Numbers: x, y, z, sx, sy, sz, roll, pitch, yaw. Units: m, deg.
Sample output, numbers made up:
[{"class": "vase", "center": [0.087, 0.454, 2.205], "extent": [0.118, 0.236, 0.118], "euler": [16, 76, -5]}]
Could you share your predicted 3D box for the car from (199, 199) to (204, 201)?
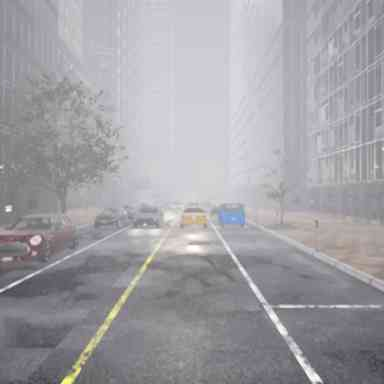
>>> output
[{"class": "car", "center": [0.152, 1.910, 41.937], "extent": [2.033, 1.411, 5.357], "euler": [0, 0, 0]}]

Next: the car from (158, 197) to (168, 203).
[{"class": "car", "center": [-5.618, 2.064, 57.784], "extent": [1.802, 1.307, 4.206], "euler": [0, 0, 0]}]

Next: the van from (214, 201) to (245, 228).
[{"class": "van", "center": [2.719, 1.556, 23.618], "extent": [1.690, 1.788, 3.998], "euler": [0, 0, 0]}]

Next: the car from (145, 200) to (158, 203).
[{"class": "car", "center": [-5.639, 1.936, 40.707], "extent": [1.802, 1.307, 4.206], "euler": [0, 0, 0]}]

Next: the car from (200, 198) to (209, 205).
[{"class": "car", "center": [2.785, 2.161, 74.847], "extent": [2.008, 1.369, 4.403], "euler": [0, 0, 0]}]

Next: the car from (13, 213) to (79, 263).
[{"class": "car", "center": [-5.676, 1.553, 12.247], "extent": [1.967, 1.590, 4.097], "euler": [0, -1, 0]}]

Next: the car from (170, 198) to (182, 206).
[{"class": "car", "center": [-2.918, 2.108, 67.870], "extent": [1.994, 1.385, 4.181], "euler": [0, 0, 0]}]

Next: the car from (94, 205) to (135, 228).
[{"class": "car", "center": [-5.661, 1.766, 23.631], "extent": [2.008, 1.369, 4.403], "euler": [0, -1, 0]}]

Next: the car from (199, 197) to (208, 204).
[{"class": "car", "center": [2.792, 2.093, 80.540], "extent": [1.967, 1.590, 4.097], "euler": [0, 0, 0]}]

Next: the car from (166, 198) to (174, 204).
[{"class": "car", "center": [-5.581, 2.276, 86.244], "extent": [1.802, 1.307, 4.206], "euler": [0, 0, 0]}]

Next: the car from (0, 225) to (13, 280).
[{"class": "car", "center": [-5.683, 1.501, 6.555], "extent": [1.967, 1.590, 4.097], "euler": [0, -1, 0]}]

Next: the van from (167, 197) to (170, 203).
[{"class": "van", "center": [-5.603, 1.908, 69.170], "extent": [1.690, 1.788, 3.998], "euler": [0, 0, 0]}]

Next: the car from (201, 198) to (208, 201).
[{"class": "car", "center": [2.770, 2.107, 63.463], "extent": [1.802, 1.307, 4.206], "euler": [0, 0, 0]}]

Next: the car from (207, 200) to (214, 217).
[{"class": "car", "center": [2.734, 1.860, 35.001], "extent": [2.008, 1.369, 4.403], "euler": [0, 0, 0]}]

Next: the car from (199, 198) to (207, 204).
[{"class": "car", "center": [2.799, 2.245, 86.232], "extent": [2.008, 1.369, 4.403], "euler": [0, 0, 0]}]

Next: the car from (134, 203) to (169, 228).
[{"class": "car", "center": [-3.070, 1.769, 24.473], "extent": [2.033, 1.411, 5.357], "euler": [0, 0, 0]}]

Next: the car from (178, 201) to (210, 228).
[{"class": "car", "center": [0.131, 1.676, 24.263], "extent": [1.801, 1.575, 5.366], "euler": [0, -1, 0]}]
